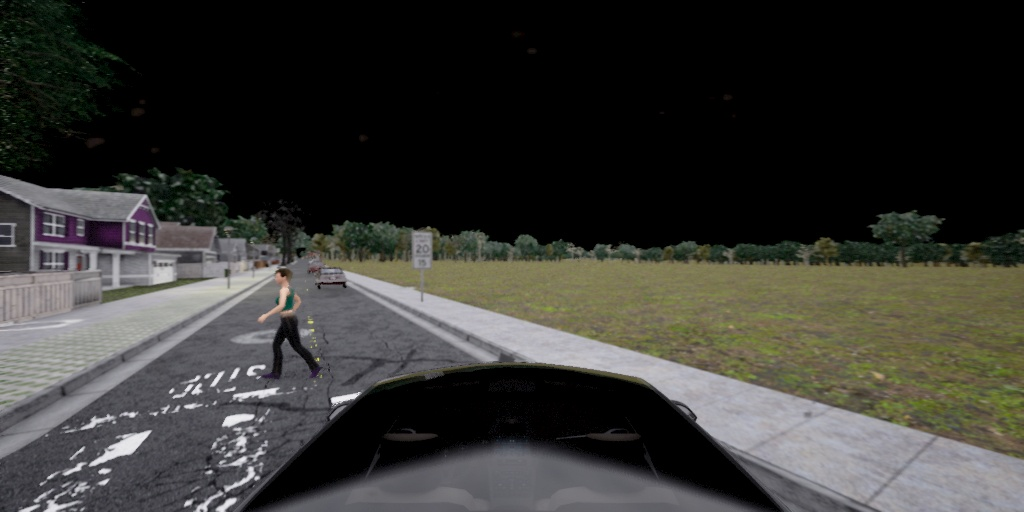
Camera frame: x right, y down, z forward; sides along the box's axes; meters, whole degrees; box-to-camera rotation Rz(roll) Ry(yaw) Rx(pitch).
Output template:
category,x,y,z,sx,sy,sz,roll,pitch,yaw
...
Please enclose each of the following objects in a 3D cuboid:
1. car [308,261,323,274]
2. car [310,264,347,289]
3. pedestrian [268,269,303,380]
category,x,y,z,sx,sy,sz,roll,pitch,yaw
car,-26.565,1.508,48.850,2.097,1.767,4.553,0,0,-30
car,-12.947,1.504,25.528,2.033,1.411,5.357,0,0,-30
pedestrian,-3.700,1.084,5.875,0.375,1.860,0.375,1,-2,-30
